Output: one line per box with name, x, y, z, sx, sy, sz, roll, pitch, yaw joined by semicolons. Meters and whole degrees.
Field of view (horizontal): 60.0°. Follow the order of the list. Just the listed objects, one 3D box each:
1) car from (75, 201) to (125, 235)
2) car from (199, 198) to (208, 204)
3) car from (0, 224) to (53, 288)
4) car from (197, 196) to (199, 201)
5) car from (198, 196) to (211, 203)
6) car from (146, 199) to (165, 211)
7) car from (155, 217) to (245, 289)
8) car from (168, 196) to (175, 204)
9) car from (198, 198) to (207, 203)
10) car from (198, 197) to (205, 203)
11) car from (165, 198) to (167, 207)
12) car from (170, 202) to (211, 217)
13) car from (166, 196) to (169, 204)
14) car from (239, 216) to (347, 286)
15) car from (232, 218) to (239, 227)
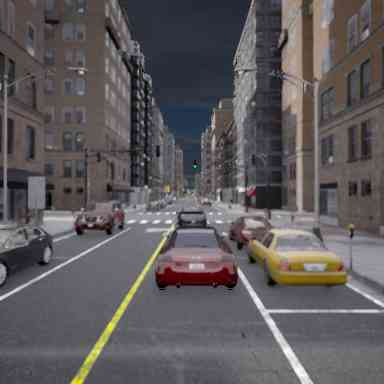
car;-5.384;1.462;20.123;2.192;1.841;5.009;0;0;0
car;2.650;2.104;79.300;1.887;1.381;4.507;0;0;0
car;-5.386;1.620;9.296;2.008;1.369;4.403;0;0;0
car;2.650;1.963;73.847;1.967;1.590;4.097;0;0;0
car;2.648;1.890;62.938;1.967;1.590;4.097;0;0;0
car;-5.380;1.887;46.584;2.008;1.369;4.403;0;0;0
car;0.099;1.634;9.399;1.994;1.385;4.181;0;0;0
car;-5.375;2.089;73.853;1.947;1.339;4.313;0;0;0
car;2.651;2.147;84.754;2.008;1.369;4.403;0;0;0
car;2.652;2.159;90.378;1.752;1.417;4.829;0;0;0
car;-5.379;1.919;52.038;1.887;1.381;4.507;0;0;0
car;-0.188;1.659;23.001;2.128;1.511;4.902;0;0;-7
car;-5.378;1.936;57.322;1.752;1.417;4.829;0;0;0
car;2.639;1.595;9.456;1.752;1.417;4.829;0;0;0
car;2.640;1.690;14.698;1.802;1.307;4.206;0;0;0
